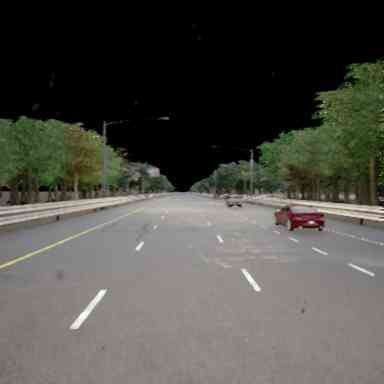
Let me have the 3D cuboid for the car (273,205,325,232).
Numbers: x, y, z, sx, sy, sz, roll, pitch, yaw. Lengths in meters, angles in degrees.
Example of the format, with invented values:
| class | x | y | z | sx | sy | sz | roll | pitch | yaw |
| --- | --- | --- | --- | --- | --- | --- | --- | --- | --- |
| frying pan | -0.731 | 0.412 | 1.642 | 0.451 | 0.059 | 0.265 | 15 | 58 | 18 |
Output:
| class | x | y | z | sx | sy | sz | roll | pitch | yaw |
| --- | --- | --- | --- | --- | --- | --- | --- | --- | --- |
| car | 6.471 | 1.520 | 20.634 | 1.882 | 1.535 | 5.008 | 1 | 0 | -1 |

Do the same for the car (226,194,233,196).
| class | x | y | z | sx | sy | sz | roll | pitch | yaw |
| --- | --- | --- | --- | --- | --- | --- | --- | --- | --- |
| car | 10.170 | 1.416 | 89.562 | 1.837 | 1.490 | 4.892 | 1 | 0 | 20 |

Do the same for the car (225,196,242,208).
| class | x | y | z | sx | sy | sz | roll | pitch | yaw |
| --- | --- | --- | --- | --- | --- | --- | --- | --- | --- |
| car | 5.836 | 1.563 | 47.148 | 1.895 | 1.301 | 4.718 | 1 | 0 | -1 |
